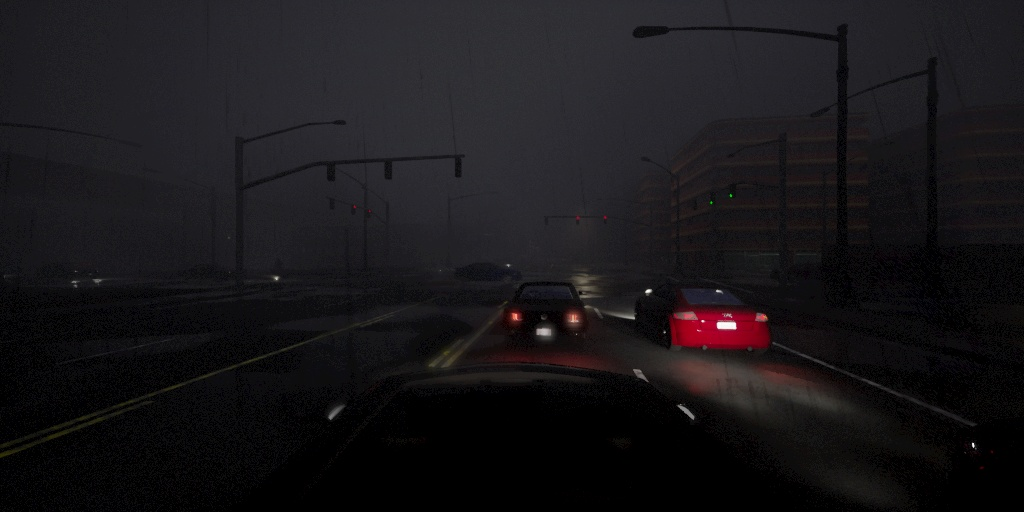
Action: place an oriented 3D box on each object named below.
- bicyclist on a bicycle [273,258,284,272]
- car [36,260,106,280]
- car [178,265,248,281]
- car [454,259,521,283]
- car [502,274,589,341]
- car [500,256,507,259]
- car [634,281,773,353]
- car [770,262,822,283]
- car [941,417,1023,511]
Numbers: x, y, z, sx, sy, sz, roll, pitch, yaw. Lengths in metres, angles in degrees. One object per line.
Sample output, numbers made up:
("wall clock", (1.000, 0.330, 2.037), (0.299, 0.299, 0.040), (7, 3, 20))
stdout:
("bicyclist on a bicycle", (-26.420, 1.053, 40.582), (0.582, 1.620, 1.656), (0, 0, 7))
("car", (-38.454, 1.276, 31.026), (4.674, 1.442, 1.812), (0, 0, 8))
("car", (-24.347, 1.351, 29.299), (4.718, 1.301, 1.895), (0, 0, 7))
("car", (-1.796, 1.201, 26.691), (5.008, 1.535, 1.882), (0, 0, 7))
("car", (0.996, 1.351, 9.915), (1.895, 1.301, 4.718), (0, 0, 8))
("car", (-2.533, 1.064, 58.559), (1.895, 1.301, 4.718), (0, 1, 8))
("car", (4.400, 1.314, 8.915), (1.994, 1.385, 4.181), (0, 0, 7))
("car", (22.803, 1.228, 27.591), (5.008, 1.535, 1.882), (0, 0, 7))
("car", (3.640, 1.242, 0.203), (2.128, 1.511, 4.902), (0, 0, 1))
